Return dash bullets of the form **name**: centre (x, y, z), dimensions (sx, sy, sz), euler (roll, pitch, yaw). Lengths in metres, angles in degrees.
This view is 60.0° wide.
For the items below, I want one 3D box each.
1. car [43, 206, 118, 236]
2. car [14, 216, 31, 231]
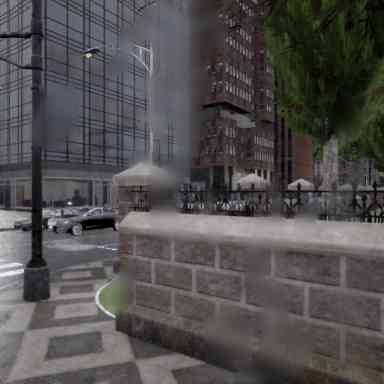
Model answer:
- **car**: centre (-5.886, 1.577, 19.205), dimensions (2.128, 1.511, 4.902), euler (0, 0, 36)
- **car**: centre (-8.440, 1.632, 20.220), dimensions (2.008, 1.369, 4.403), euler (0, -1, 36)
